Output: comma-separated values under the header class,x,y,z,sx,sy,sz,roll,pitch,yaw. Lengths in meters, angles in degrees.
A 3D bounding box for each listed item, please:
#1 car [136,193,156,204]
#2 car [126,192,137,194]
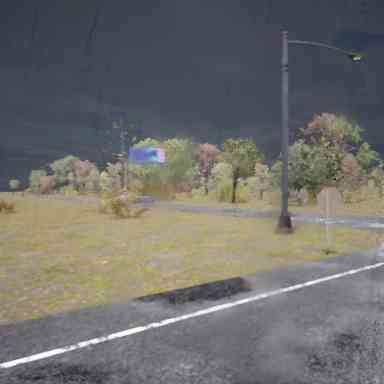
class,x,y,z,sx,sy,sz,roll,pitch,yaw
car,-8.218,1.316,57.935,2.033,1.411,5.357,0,0,-33
car,-12.233,0.973,63.869,2.150,2.045,5.566,0,0,-34
